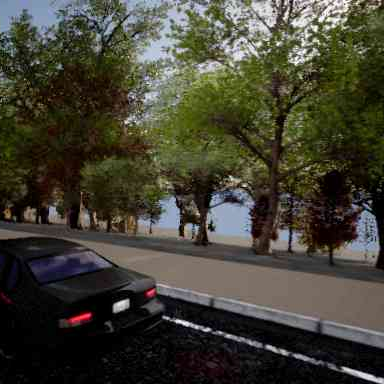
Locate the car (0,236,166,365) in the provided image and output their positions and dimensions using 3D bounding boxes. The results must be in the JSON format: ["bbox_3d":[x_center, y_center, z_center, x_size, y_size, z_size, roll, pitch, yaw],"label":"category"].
[{"bbox_3d":[-2.967,1.516,5.800,5.357,1.411,2.033,0,0,36],"label":"car"}]
